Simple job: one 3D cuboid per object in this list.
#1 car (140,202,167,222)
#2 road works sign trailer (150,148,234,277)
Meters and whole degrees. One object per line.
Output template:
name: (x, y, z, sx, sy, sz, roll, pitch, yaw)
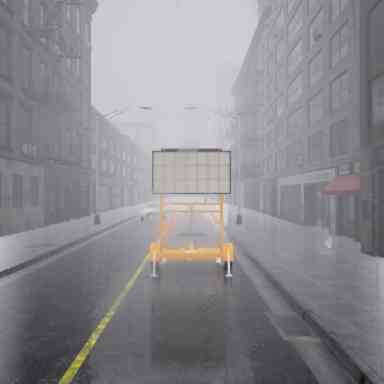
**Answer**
car: (-3.038, 1.545, 27.082, 1.812, 1.442, 4.674, 0, 0, 0)
road works sign trailer: (-0.013, 0.468, 10.262, 2.380, 3.560, 2.880, 0, 0, 0)
